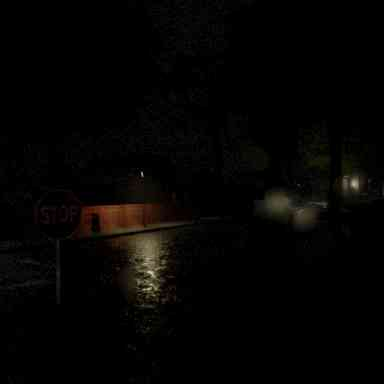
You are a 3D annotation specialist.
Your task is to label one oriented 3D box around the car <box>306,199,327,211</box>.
[{"bbox_3d":[16.922,1.687,44.745,1.812,1.442,4.674,-1,-1,35],"label":"car"}]
